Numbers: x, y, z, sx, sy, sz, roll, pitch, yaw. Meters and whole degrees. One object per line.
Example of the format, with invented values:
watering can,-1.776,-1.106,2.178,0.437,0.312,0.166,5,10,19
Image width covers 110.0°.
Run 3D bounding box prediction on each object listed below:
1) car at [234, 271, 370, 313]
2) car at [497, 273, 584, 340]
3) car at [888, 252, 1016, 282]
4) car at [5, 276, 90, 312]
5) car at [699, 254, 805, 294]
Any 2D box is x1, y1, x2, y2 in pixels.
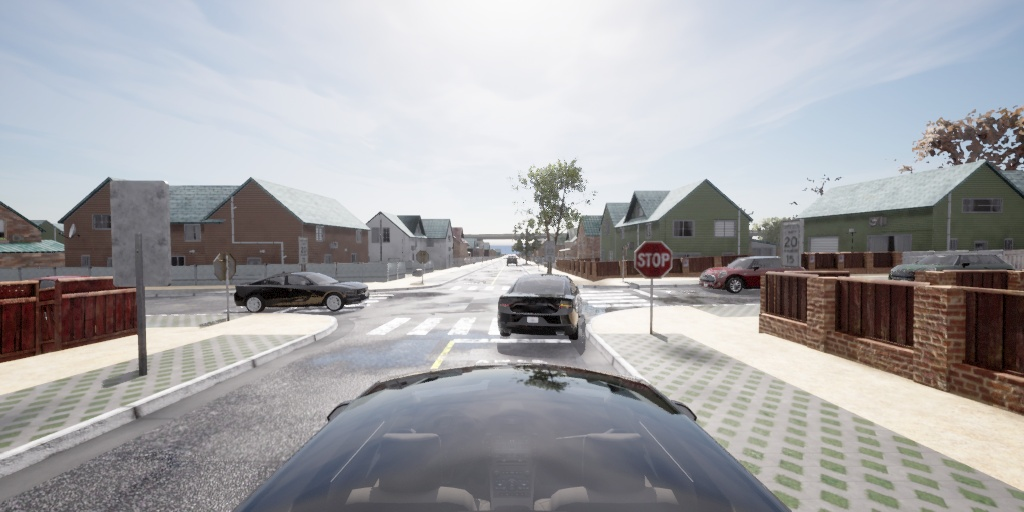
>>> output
car,-8.464,1.377,14.664,5.008,1.535,1.882,-1,2,0
car,0.960,1.224,10.134,1.882,1.535,5.008,0,0,12
car,21.707,0.646,17.808,4.553,1.767,2.097,-1,2,0
car,-18.017,1.547,14.605,5.008,1.535,1.882,-1,2,0
car,11.812,0.820,17.740,4.553,1.767,2.097,-1,2,0
